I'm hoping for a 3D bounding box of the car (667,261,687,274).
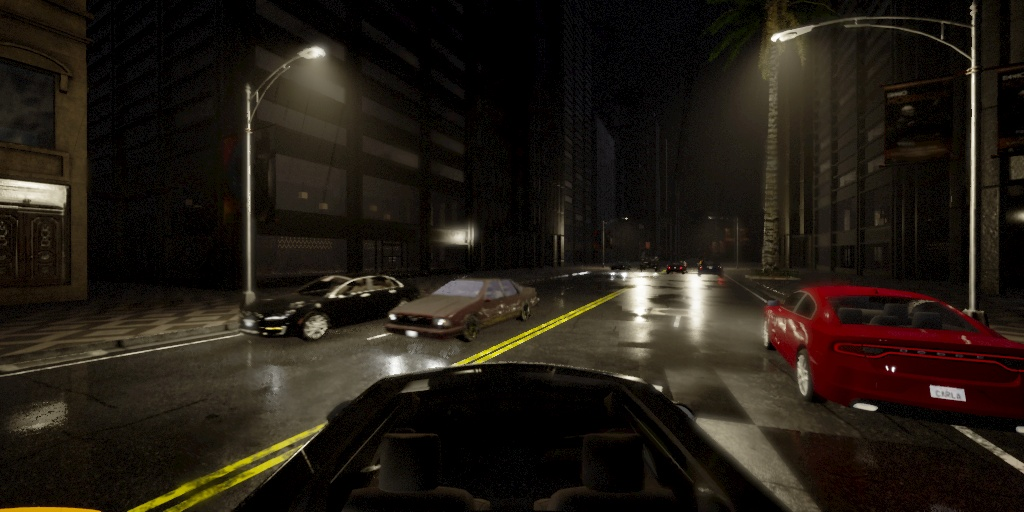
[{"bbox_3d":[18.625,1.315,40.713,2.033,1.411,5.357,0,0,27],"label":"car"}]

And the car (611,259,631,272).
[{"bbox_3d":[14.205,1.371,46.768,1.895,1.301,4.718,0,0,27],"label":"car"}]

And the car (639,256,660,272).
[{"bbox_3d":[18.442,0.995,47.900,2.150,2.045,5.566,0,0,27],"label":"car"}]

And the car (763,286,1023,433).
[{"bbox_3d":[5.511,1.228,5.807,1.882,1.535,5.008,0,0,27],"label":"car"}]

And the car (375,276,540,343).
[{"bbox_3d":[-0.963,1.297,10.139,2.033,1.411,5.357,0,0,27],"label":"car"}]

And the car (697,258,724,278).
[{"bbox_3d":[19.269,1.116,34.891,2.097,1.767,4.553,0,0,27],"label":"car"}]

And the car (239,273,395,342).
[{"bbox_3d":[-4.670,1.255,10.037,1.837,1.490,4.892,0,0,27],"label":"car"}]

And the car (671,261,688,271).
[{"bbox_3d":[23.507,1.379,50.214,1.895,1.301,4.718,0,0,27],"label":"car"}]
